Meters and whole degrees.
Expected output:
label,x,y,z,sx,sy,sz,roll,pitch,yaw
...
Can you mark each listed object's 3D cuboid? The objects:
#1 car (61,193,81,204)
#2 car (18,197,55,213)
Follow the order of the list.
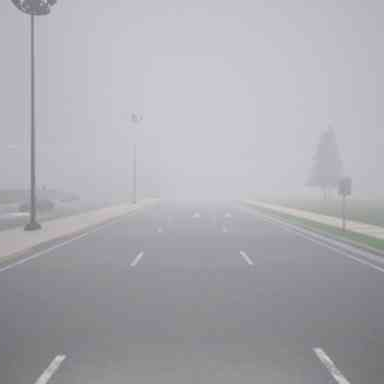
label,x,y,z,sx,sy,sz,roll,pitch,yaw
car,-18.482,0.871,50.971,1.837,1.490,4.892,0,1,0
car,-14.974,1.216,32.270,1.994,1.385,4.181,0,1,1
